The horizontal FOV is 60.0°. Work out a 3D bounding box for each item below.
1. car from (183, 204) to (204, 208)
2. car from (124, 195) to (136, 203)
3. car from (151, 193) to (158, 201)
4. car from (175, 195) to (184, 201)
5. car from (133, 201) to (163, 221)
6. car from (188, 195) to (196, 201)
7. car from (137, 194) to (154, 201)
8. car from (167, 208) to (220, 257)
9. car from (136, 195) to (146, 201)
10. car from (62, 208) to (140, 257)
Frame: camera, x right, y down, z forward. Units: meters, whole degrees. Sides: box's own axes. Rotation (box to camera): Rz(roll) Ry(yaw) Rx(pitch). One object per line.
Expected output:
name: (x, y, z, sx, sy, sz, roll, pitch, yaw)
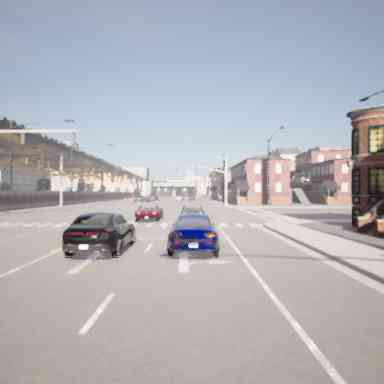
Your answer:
car: (0.059, 1.656, 27.544, 1.895, 1.301, 4.718, 0, 0, 0)
car: (-14.007, 1.506, 75.195, 2.097, 1.767, 4.553, 0, 0, 0)
car: (-10.508, 1.342, 91.568, 2.150, 2.045, 5.566, 0, 0, 0)
car: (-3.508, 1.703, 89.538, 1.812, 1.442, 4.674, 0, 0, 0)
car: (-3.441, 1.656, 27.545, 1.895, 1.301, 4.718, 0, 0, 0)
car: (-0.008, 1.706, 89.241, 2.033, 1.411, 5.357, 0, 0, 0)
car: (-10.507, 1.691, 75.159, 2.033, 1.411, 5.357, 0, 0, 0)
car: (0.064, 1.553, 12.987, 1.812, 1.442, 4.674, 0, 0, 1)
car: (-14.008, 1.644, 91.564, 2.128, 1.511, 4.902, 0, 0, 0)
car: (-3.436, 1.529, 12.978, 1.837, 1.490, 4.892, 0, -1, 0)
